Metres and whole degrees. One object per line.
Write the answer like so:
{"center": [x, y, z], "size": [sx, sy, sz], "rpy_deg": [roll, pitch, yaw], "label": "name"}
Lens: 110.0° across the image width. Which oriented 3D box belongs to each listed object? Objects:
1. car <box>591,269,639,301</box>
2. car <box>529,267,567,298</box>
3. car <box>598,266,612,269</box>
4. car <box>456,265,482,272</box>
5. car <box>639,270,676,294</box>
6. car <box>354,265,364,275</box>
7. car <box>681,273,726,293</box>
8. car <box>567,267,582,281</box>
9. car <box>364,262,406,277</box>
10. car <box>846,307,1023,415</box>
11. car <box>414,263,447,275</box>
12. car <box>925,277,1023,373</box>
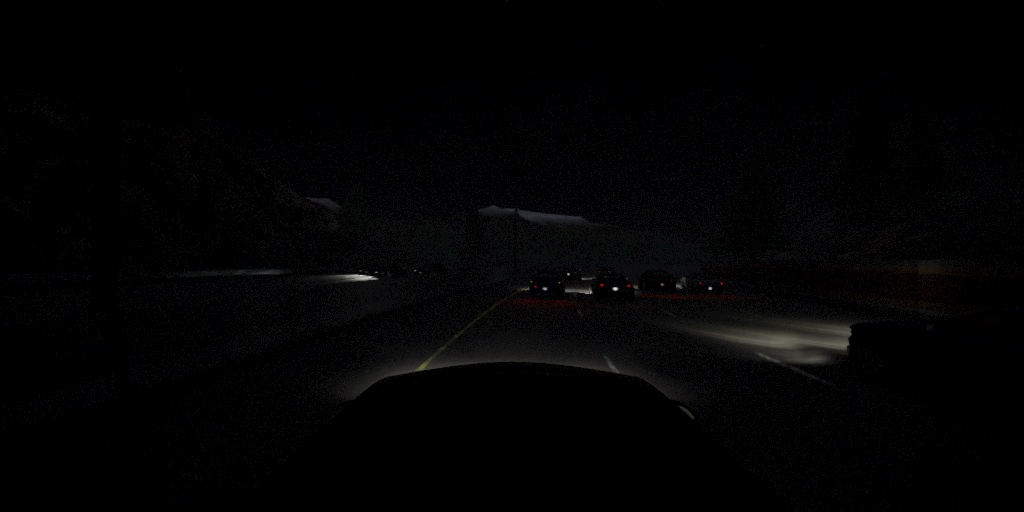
{"center": [5.475, 1.632, 19.814], "size": [1.994, 1.385, 4.181], "rpy_deg": [1, -1, 9], "label": "car"}
{"center": [2.094, 1.531, 20.819], "size": [1.812, 1.442, 4.674], "rpy_deg": [1, -1, 10], "label": "car"}
{"center": [9.941, 1.858, 38.202], "size": [2.128, 1.511, 4.902], "rpy_deg": [1, -1, 17], "label": "car"}
{"center": [-4.561, 1.629, 39.261], "size": [1.994, 1.385, 4.181], "rpy_deg": [1, -1, 16], "label": "car"}
{"center": [10.060, 1.702, 25.145], "size": [1.882, 1.535, 5.008], "rpy_deg": [1, -1, 12], "label": "car"}
{"center": [-15.368, 1.399, 39.601], "size": [1.994, 1.385, 4.181], "rpy_deg": [1, -1, 16], "label": "car"}
{"center": [13.881, 1.921, 26.321], "size": [1.895, 1.301, 4.718], "rpy_deg": [1, -1, 13], "label": "car"}
{"center": [6.304, 1.852, 38.286], "size": [1.994, 1.385, 4.181], "rpy_deg": [1, -1, 17], "label": "car"}
{"center": [-12.584, 1.424, 36.462], "size": [1.994, 1.385, 4.181], "rpy_deg": [1, -1, 15], "label": "car"}
{"center": [7.225, 1.417, 4.737], "size": [1.882, 1.535, 5.008], "rpy_deg": [1, -1, 3], "label": "car"}
{"center": [-8.532, 1.471, 38.073], "size": [1.837, 1.490, 4.892], "rpy_deg": [1, -1, 16], "label": "car"}
{"center": [10.857, 1.387, 6.291], "size": [2.097, 1.767, 4.553], "rpy_deg": [1, -1, 4], "label": "car"}
